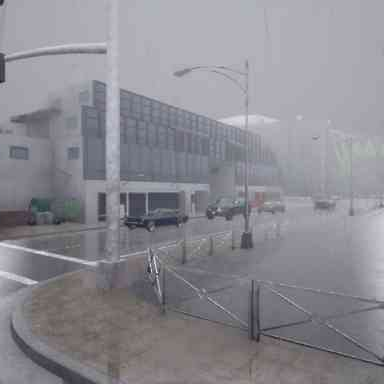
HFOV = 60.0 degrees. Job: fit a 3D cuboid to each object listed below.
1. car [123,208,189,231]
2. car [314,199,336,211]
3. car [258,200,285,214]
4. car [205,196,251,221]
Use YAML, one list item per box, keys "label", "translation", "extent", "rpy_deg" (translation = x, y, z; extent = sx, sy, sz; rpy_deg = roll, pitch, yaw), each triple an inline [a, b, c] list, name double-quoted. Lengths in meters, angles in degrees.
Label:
- label: "car"
  translation: [-2.303, 1.777, 22.153]
  extent: [1.895, 1.301, 4.718]
  rpy_deg: [0, 0, 35]
- label: "car"
  translation: [17.444, 1.681, 43.475]
  extent: [1.837, 1.490, 4.892]
  rpy_deg: [0, 0, 35]
- label: "car"
  translation: [9.201, 1.702, 38.256]
  extent: [1.812, 1.442, 4.674]
  rpy_deg: [0, 0, 36]
- label: "car"
  translation: [3.427, 1.398, 30.183]
  extent: [2.150, 2.045, 5.566]
  rpy_deg: [0, 0, 36]
